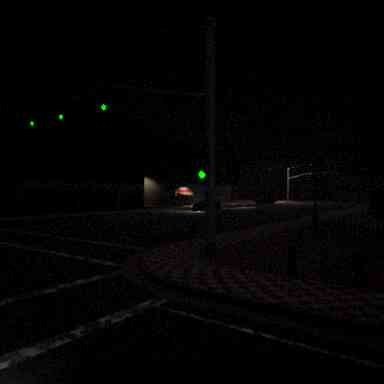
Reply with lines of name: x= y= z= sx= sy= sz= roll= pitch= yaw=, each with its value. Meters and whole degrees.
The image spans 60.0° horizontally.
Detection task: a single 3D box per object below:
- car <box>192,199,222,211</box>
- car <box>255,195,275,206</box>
car: x=1.913 y=1.502 z=40.129 sx=1.812 sy=1.442 sz=4.674 roll=0 pitch=0 yaw=36
car: x=11.797 y=1.307 z=53.717 sx=2.128 sy=1.511 sz=4.902 roll=0 pitch=0 yaw=36
